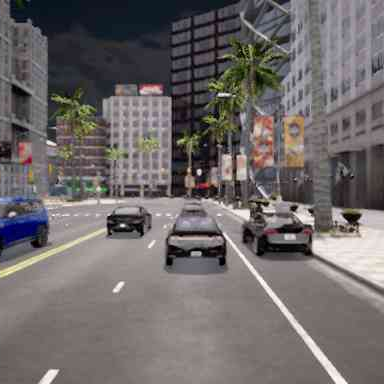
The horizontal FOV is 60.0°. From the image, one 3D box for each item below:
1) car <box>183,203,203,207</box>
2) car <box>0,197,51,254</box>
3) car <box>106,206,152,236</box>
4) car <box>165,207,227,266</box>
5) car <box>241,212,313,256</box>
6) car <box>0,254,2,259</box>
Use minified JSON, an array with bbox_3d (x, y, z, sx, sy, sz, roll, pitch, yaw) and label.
[{"bbox_3d":[0.094,1.530,24.050,1.837,1.490,4.892,0,0,0],"label":"car"},{"bbox_3d":[-7.087,1.233,11.919,2.150,2.045,5.566,0,0,0],"label":"car"},{"bbox_3d":[-3.400,1.496,18.758,1.882,1.535,5.008,0,0,0],"label":"car"},{"bbox_3d":[0.108,1.503,11.543,2.128,1.511,4.902,0,0,0],"label":"car"},{"bbox_3d":[3.197,1.528,13.277,2.161,1.482,4.786,0,0,-1],"label":"car"},{"bbox_3d":[-3.385,1.566,2.407,1.994,1.385,4.181,0,0,0],"label":"car"}]
